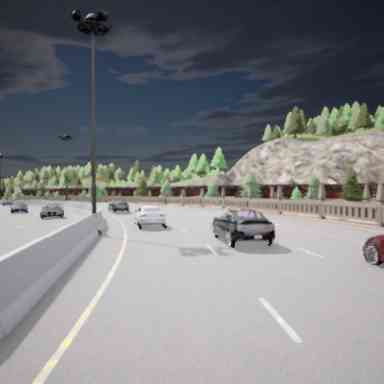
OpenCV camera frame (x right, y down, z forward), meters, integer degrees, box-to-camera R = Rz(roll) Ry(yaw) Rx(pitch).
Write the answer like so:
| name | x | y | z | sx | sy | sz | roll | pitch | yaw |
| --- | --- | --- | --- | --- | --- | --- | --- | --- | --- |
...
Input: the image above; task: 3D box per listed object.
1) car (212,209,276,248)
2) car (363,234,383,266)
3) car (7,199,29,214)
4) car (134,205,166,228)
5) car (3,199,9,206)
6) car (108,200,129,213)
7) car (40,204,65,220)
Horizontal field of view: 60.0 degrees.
| name | x | y | z | sx | sy | sz | roll | pitch | yaw |
| --- | --- | --- | --- | --- | --- | --- | --- | --- | --- |
| car | 2.177 | 1.534 | 15.191 | 2.128 | 1.511 | 4.902 | 0 | 0 | -9 |
| car | 6.505 | 1.521 | 8.692 | 1.812 | 1.442 | 4.674 | 0 | 0 | -5 |
| car | -20.833 | 1.876 | 40.279 | 2.033 | 1.411 | 5.357 | 0 | 0 | -27 |
| car | -2.940 | 1.631 | 22.900 | 1.812 | 1.442 | 4.674 | 0 | 0 | -14 |
| car | -35.886 | 2.064 | 66.026 | 4.181 | 1.385 | 1.994 | -1 | 0 | 45 |
| car | -8.832 | 1.703 | 39.861 | 2.128 | 1.511 | 4.902 | 0 | 0 | -24 |
| car | -12.931 | 1.780 | 30.947 | 1.994 | 1.385 | 4.181 | 0 | 0 | -20 |
